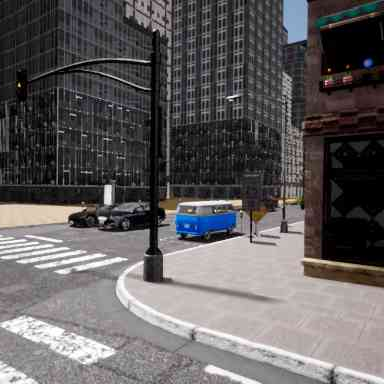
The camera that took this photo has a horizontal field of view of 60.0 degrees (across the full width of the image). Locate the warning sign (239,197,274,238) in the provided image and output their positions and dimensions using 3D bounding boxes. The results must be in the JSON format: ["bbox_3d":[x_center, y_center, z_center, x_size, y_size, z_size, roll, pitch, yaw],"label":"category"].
[{"bbox_3d":[3.117,1.177,16.124,1.300,1.860,1.060,1,1,35],"label":"warning sign"}]

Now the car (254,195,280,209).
[{"bbox_3d":[10.039,1.293,44.419,1.967,1.590,4.097,1,1,35],"label":"car"}]

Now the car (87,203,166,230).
[{"bbox_3d":[-3.659,1.431,20.695,2.128,1.511,4.902,1,1,35],"label":"car"}]

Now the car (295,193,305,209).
[{"bbox_3d":[15.419,1.159,42.093,2.150,2.045,5.566,1,1,36],"label":"car"}]

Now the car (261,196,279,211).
[{"bbox_3d":[7.755,1.429,36.731,1.812,1.442,4.674,1,1,36],"label":"car"}]

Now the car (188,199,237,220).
[{"bbox_3d":[1.861,1.426,28.451,1.837,1.490,4.892,1,1,36],"label":"car"}]

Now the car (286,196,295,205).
[{"bbox_3d":[16.354,1.363,53.298,1.752,1.417,4.829,1,1,35],"label":"car"}]

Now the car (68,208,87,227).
[{"bbox_3d":[-5.996,1.467,21.879,1.947,1.339,4.313,1,1,35],"label":"car"}]

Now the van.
[{"bbox_3d":[0.836,1.368,17.018,1.690,1.788,3.998,1,1,35],"label":"van"}]
